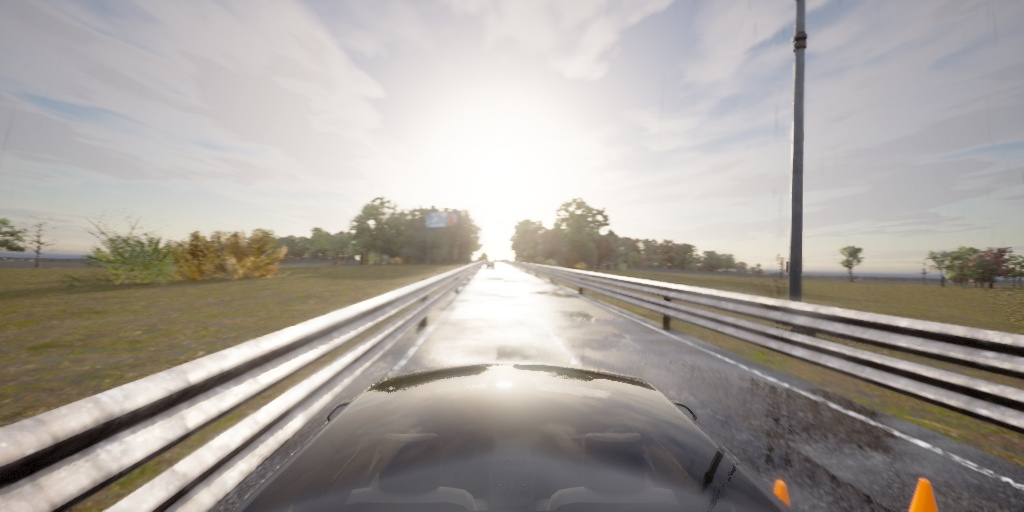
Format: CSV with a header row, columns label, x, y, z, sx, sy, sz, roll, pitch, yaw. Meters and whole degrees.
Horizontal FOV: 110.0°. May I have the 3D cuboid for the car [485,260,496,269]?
label,x,y,z,sx,sy,sz,roll,pitch,yaw
car,-3.699,1.513,62.557,2.128,1.511,4.902,1,0,-3

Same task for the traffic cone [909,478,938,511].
label,x,y,z,sx,sy,sz,roll,pitch,yaw
traffic cone,2.721,1.775,2.371,0.340,0.580,0.340,0,0,-3

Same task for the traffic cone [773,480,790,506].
label,x,y,z,sx,sy,sz,roll,pitch,yaw
traffic cone,1.723,1.751,2.312,0.340,0.580,0.340,0,0,-3
